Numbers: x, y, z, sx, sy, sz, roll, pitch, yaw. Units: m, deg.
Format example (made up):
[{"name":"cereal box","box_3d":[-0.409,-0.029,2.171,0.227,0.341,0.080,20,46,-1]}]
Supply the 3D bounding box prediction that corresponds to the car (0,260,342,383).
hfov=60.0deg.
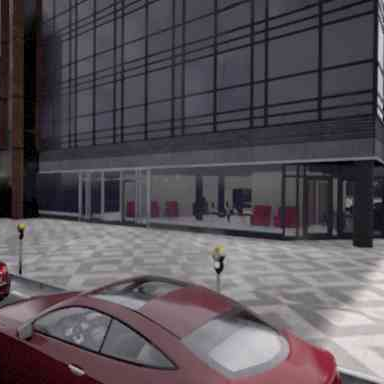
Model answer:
[{"name":"car","box_3d":[-0.670,1.567,3.438,4.206,1.307,1.802,0,0,36]}]
